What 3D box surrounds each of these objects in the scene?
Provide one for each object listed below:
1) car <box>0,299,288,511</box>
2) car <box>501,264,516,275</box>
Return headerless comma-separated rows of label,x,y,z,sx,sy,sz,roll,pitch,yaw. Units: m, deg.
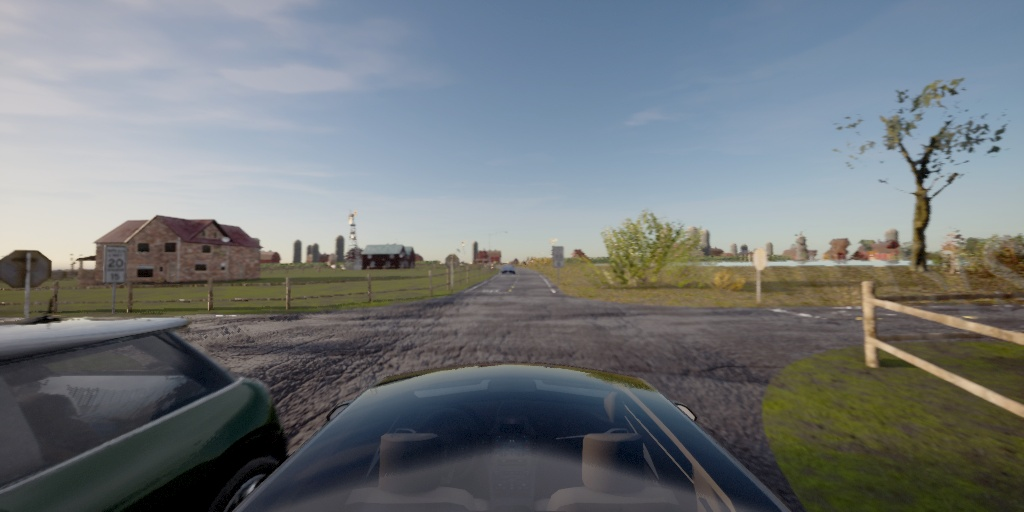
car,-2.707,1.113,0.621,2.097,1.767,4.553,-1,-1,3
car,-0.433,1.842,48.828,2.033,1.411,5.357,0,-1,2
